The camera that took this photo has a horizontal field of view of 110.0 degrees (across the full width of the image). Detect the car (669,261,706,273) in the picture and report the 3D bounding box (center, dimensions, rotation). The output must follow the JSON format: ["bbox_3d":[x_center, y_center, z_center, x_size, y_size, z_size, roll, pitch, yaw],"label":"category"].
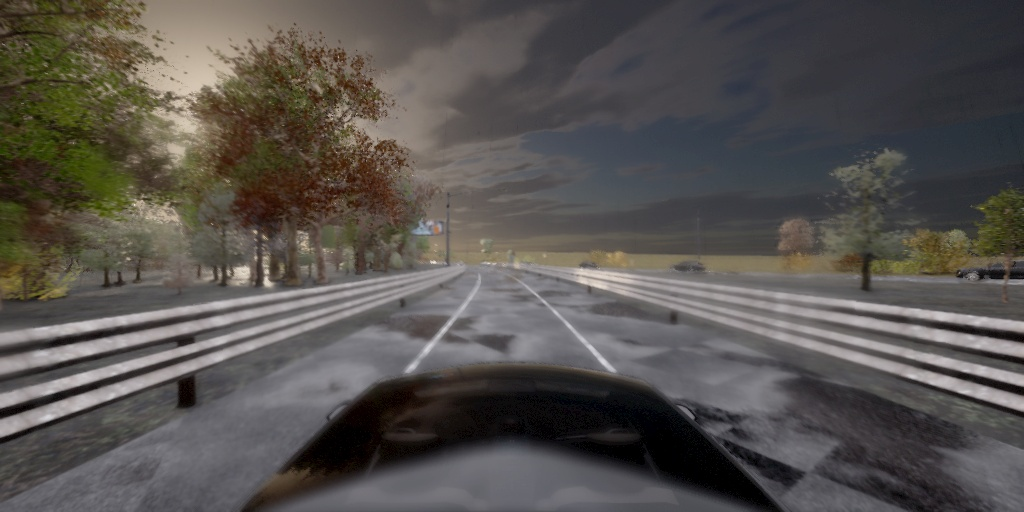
[{"bbox_3d":[23.617,1.443,48.366,1.837,1.490,4.892,0,-1,-25],"label":"car"}]

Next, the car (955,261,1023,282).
[{"bbox_3d":[34.488,1.065,24.767,1.837,1.490,4.892,0,-1,-25],"label":"car"}]
